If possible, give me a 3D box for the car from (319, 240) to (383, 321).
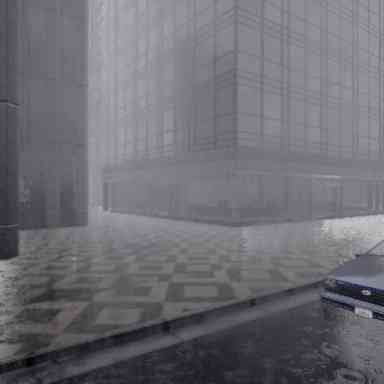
[{"bbox_3d":[4.932,1.549,6.900,5.357,1.411,2.033,0,0,-36],"label":"car"}]
